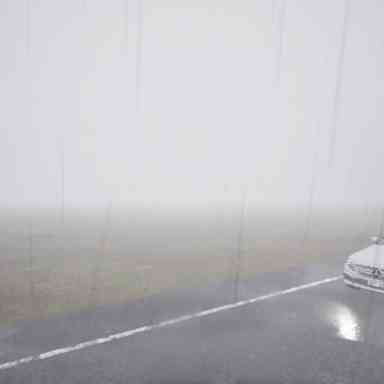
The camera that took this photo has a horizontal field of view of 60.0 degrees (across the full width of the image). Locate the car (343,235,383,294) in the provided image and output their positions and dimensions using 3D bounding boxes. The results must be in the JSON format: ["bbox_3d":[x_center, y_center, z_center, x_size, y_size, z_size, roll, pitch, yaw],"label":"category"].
[{"bbox_3d":[5.528,1.534,7.922,4.674,1.442,1.812,0,0,-35],"label":"car"}]
